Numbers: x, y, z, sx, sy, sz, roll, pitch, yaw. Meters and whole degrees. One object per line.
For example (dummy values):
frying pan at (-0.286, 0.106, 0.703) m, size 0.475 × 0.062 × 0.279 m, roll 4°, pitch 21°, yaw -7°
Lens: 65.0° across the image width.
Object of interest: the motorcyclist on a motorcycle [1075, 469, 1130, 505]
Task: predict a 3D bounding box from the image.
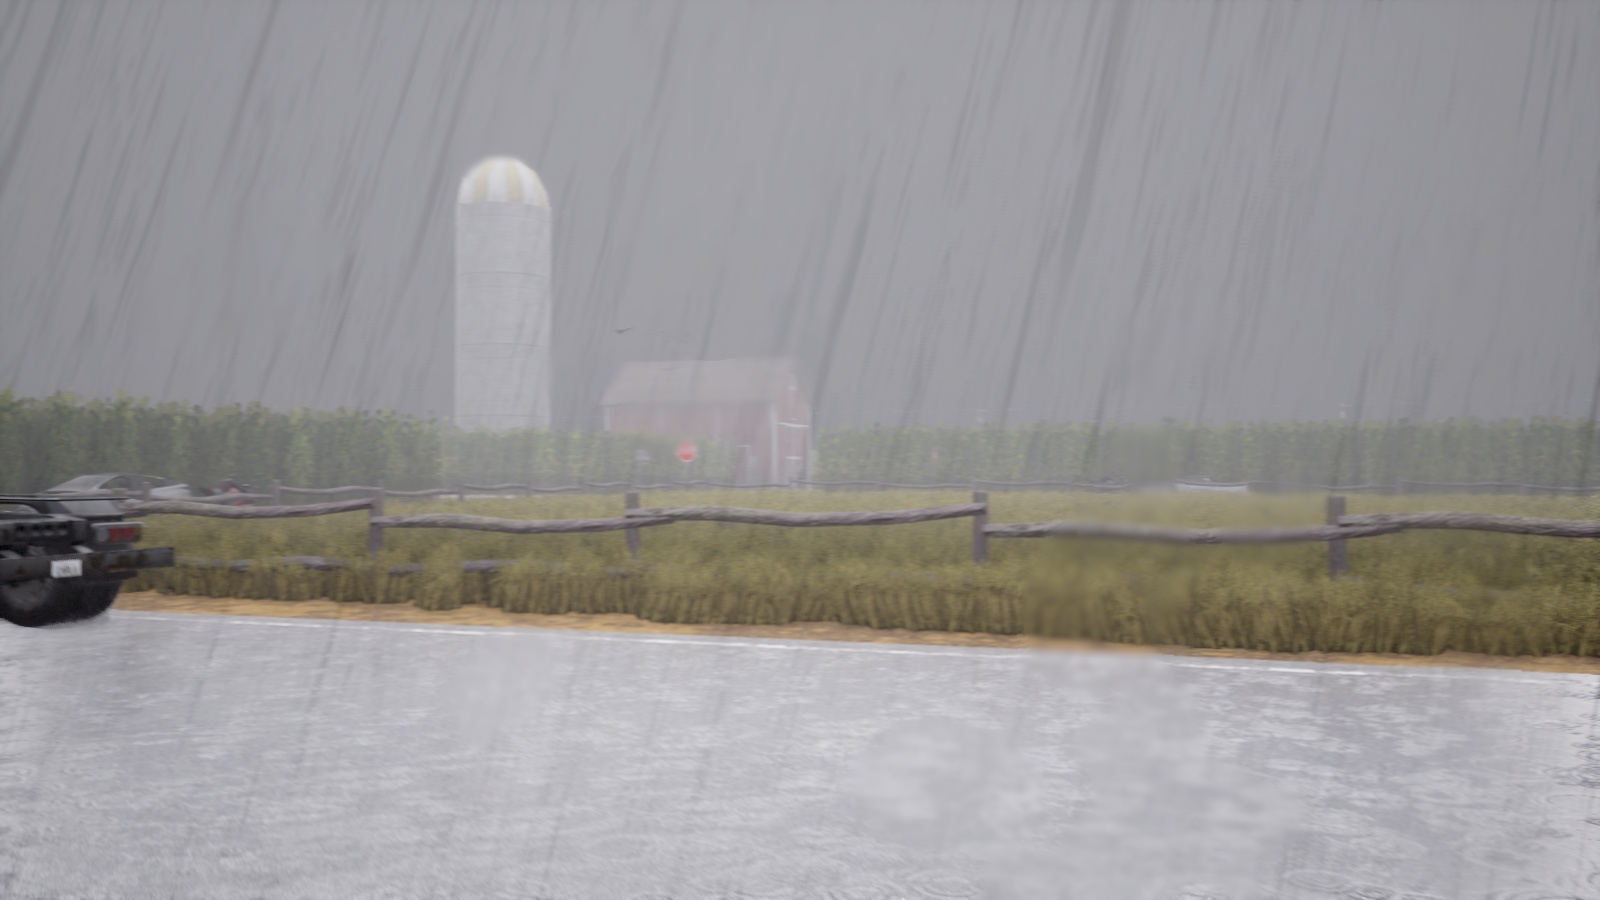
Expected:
motorcyclist on a motorcycle at (12.905, 1.562, 53.530) m, size 2.191 × 1.530 × 0.866 m, roll 0°, pitch -1°, yaw 18°

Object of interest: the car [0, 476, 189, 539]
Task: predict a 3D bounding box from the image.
car at (-18.871, 1.481, 33.541) m, size 2.007 × 1.525 × 4.514 m, roll -1°, pitch -1°, yaw 18°

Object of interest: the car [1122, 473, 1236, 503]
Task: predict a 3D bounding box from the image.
car at (16.743, 1.655, 55.549) m, size 4.718 × 1.301 × 1.895 m, roll 0°, pitch -1°, yaw 18°

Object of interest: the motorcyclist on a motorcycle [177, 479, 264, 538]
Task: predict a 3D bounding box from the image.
motorcyclist on a motorcycle at (-15.551, 1.545, 33.759) m, size 0.866 × 1.530 × 2.191 m, roll -1°, pitch -1°, yaw 18°

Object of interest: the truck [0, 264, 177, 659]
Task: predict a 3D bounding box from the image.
truck at (-10.623, 0.136, 12.705) m, size 7.936 × 3.462 × 2.891 m, roll 0°, pitch -1°, yaw 17°
